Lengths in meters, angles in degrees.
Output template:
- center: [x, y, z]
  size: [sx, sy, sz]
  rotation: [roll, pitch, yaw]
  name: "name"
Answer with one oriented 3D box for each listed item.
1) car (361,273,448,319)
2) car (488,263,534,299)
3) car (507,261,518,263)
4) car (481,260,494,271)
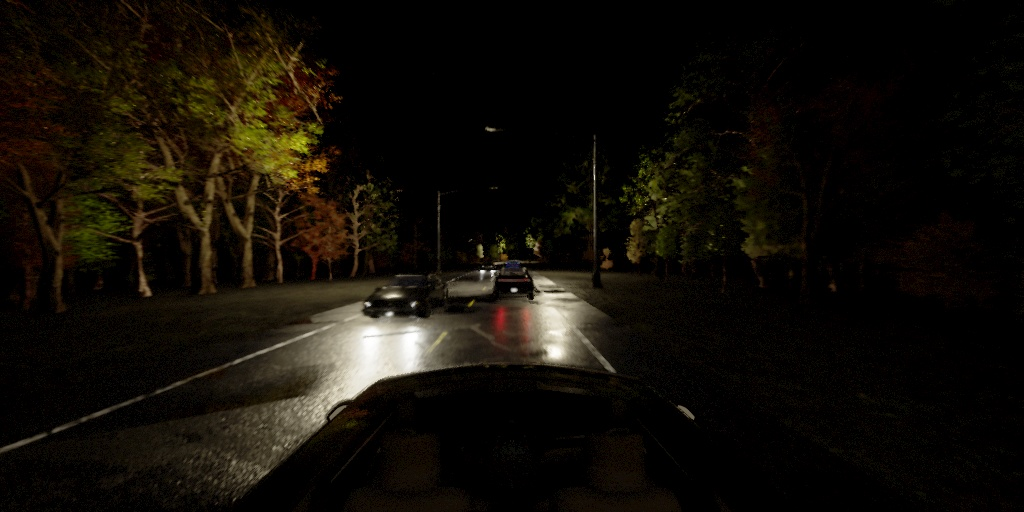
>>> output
- center: [-3.601, 1.337, 13.198]
  size: [2.033, 1.411, 5.357]
  rotation: [0, 0, 0]
  name: "car"
- center: [0.096, 1.299, 18.346]
  size: [2.128, 1.511, 4.902]
  rotation: [0, 0, 0]
  name: "car"
- center: [0.089, 1.400, 51.897]
  size: [1.882, 1.535, 5.008]
  rotation: [0, 0, 0]
  name: "car"
- center: [-3.552, 1.431, 53.962]
  size: [1.837, 1.490, 4.892]
  rotation: [0, 0, 1]
  name: "car"
